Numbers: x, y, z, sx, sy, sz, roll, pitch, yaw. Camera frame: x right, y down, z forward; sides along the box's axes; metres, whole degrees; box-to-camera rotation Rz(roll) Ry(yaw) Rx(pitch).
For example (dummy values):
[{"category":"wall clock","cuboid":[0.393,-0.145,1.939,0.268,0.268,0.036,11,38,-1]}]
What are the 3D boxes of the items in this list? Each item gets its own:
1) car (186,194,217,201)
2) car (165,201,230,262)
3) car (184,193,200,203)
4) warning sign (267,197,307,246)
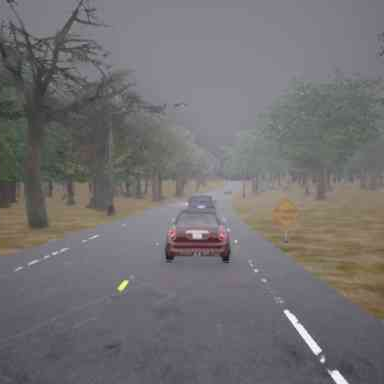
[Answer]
[{"category":"car","cuboid":[0.801,1.210,26.234,2.150,2.045,5.566,0,1,4]},{"category":"car","cuboid":[0.247,1.382,12.413,2.097,1.767,4.553,0,0,2]},{"category":"car","cuboid":[0.066,1.043,58.738,2.128,1.511,4.902,0,1,7]},{"category":"warning sign","cuboid":[3.763,1.151,13.298,1.300,1.860,1.060,0,0,2]}]
